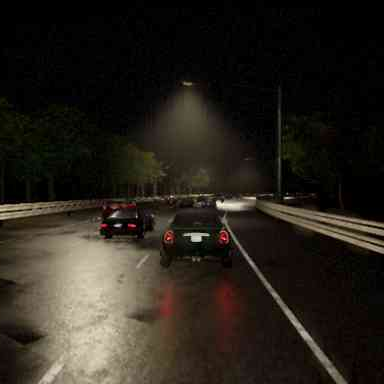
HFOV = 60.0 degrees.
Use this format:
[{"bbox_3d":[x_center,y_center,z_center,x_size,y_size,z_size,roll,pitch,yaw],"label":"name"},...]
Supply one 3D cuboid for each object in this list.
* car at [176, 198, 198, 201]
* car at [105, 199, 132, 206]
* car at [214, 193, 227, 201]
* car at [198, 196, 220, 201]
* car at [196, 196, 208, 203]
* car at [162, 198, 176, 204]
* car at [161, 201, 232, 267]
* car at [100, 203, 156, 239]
[{"bbox_3d":[-0.655,1.577,48.747,1.994,1.385,4.181,0,0,7],"label":"car"},{"bbox_3d":[-5.990,1.349,28.331,2.097,1.767,4.553,0,0,4],"label":"car"},{"bbox_3d":[5.675,1.212,69.926,2.150,2.045,5.566,0,0,9],"label":"car"},{"bbox_3d":[2.335,1.564,44.643,2.033,1.411,5.357,0,0,6],"label":"car"},{"bbox_3d":[2.107,1.535,69.818,1.994,1.385,4.181,0,0,9],"label":"car"},{"bbox_3d":[-3.588,1.605,54.919,1.895,1.301,4.718,0,0,8],"label":"car"},{"bbox_3d":[0.184,1.356,11.592,2.097,1.767,4.553,0,0,2],"label":"car"},{"bbox_3d":[-3.171,1.547,17.322,2.033,1.411,5.357,0,0,3],"label":"car"}]
